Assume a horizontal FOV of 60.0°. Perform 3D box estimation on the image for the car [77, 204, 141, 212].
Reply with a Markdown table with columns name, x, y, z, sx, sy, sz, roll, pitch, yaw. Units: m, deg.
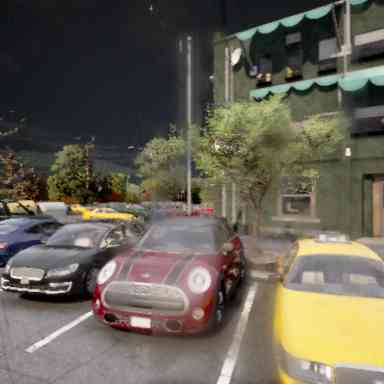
| name | x | y | z | sx | sy | sz | roll | pitch | yaw |
| --- | --- | --- | --- | --- | --- | --- | --- | --- | --- |
| car | -8.221 | 2.303 | 33.021 | 5.366 | 1.575 | 1.946 | 1 | -2 | 15 |

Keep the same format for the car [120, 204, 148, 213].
| name | x | y | z | sx | sy | sz | roll | pitch | yaw |
| --- | --- | --- | --- | --- | --- | --- | --- | --- | --- |
| car | -10.730 | 3.055 | 61.522 | 4.674 | 1.452 | 2.002 | 0 | -2 | 15 |

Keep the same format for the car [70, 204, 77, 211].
| name | x | y | z | sx | sy | sz | roll | pitch | yaw |
| --- | --- | --- | --- | --- | --- | --- | --- | --- | --- |
| car | -19.910 | 2.527 | 48.267 | 4.892 | 1.521 | 2.231 | 0 | -2 | 15 |

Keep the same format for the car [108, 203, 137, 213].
| name | x | y | z | sx | sy | sz | roll | pitch | yaw |
| --- | --- | --- | --- | --- | --- | --- | --- | --- | --- |
| car | -12.392 | 2.799 | 59.066 | 4.553 | 1.767 | 2.185 | 0 | -2 | 15 |

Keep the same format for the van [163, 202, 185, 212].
| name | x | y | z | sx | sy | sz | roll | pitch | yaw |
| --- | --- | --- | --- | --- | --- | --- | --- | --- | --- |
| van | -3.844 | 3.150 | 71.291 | 4.442 | 1.987 | 1.878 | 0 | -2 | 15 |

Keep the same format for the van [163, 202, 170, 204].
| name | x | y | z | sx | sy | sz | roll | pitch | yaw |
| --- | --- | --- | --- | --- | --- | --- | --- | --- | --- |
| van | -7.227 | 2.970 | 66.393 | 4.442 | 1.987 | 1.878 | 0 | -2 | 15 |

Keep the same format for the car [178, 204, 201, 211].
| name | x | y | z | sx | sy | sz | roll | pitch | yaw |
| --- | --- | --- | --- | --- | --- | --- | --- | --- | --- |
| car | -0.605 | 3.586 | 76.206 | 4.792 | 1.488 | 2.163 | 0 | -2 | 15 |

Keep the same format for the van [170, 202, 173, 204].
| name | x | y | z | sx | sy | sz | roll | pitch | yaw |
| --- | --- | --- | --- | --- | --- | --- | --- | --- | --- |
| van | -5.536 | 3.060 | 68.841 | 4.442 | 1.987 | 1.878 | 0 | -2 | 15 |

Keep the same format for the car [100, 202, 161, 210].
| name | x | y | z | sx | sy | sz | roll | pitch | yaw |
| --- | --- | --- | --- | --- | --- | --- | --- | --- | --- |
| car | -6.635 | 2.157 | 35.548 | 5.566 | 2.045 | 2.435 | 1 | -1 | 15 |

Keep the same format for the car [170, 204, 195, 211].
| name | x | y | z | sx | sy | sz | roll | pitch | yaw |
| --- | --- | --- | --- | --- | --- | --- | --- | --- | --- |
| car | -2.085 | 3.463 | 73.710 | 5.366 | 1.575 | 1.946 | 0 | -2 | 15 |

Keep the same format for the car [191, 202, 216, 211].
| name | x | y | z | sx | sy | sz | roll | pitch | yaw |
| --- | --- | --- | --- | --- | --- | --- | --- | --- | --- |
| car | 2.779 | 3.486 | 81.109 | 5.566 | 2.045 | 2.435 | 0 | -2 | 15 |

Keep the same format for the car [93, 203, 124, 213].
| name | x | y | z | sx | sy | sz | roll | pitch | yaw |
| --- | --- | --- | --- | --- | --- | --- | --- | --- | --- |
| car | -14.146 | 2.709 | 56.644 | 4.553 | 1.767 | 2.185 | 0 | -2 | 15 |

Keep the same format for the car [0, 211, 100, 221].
| name | x | y | z | sx | sy | sz | roll | pitch | yaw |
| --- | --- | --- | --- | --- | --- | --- | --- | --- | --- |
| car | -4.979 | 1.530 | 10.489 | 2.002 | 1.452 | 4.674 | 0 | -1 | 15 |

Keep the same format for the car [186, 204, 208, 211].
| name | x | y | z | sx | sy | sz | roll | pitch | yaw |
| --- | --- | --- | --- | --- | --- | --- | --- | --- | --- |
| car | 1.145 | 3.677 | 78.645 | 4.792 | 1.488 | 2.163 | 0 | -2 | 15 |

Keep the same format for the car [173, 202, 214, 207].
| name | x | y | z | sx | sy | sz | roll | pitch | yaw |
| --- | --- | --- | --- | --- | --- | --- | --- | --- | --- |
| car | 0.208 | 2.657 | 45.448 | 4.553 | 1.767 | 2.185 | 1 | -1 | 15 |

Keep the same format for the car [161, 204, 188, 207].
| name | x | y | z | sx | sy | sz | roll | pitch | yaw |
| --- | --- | --- | --- | --- | --- | --- | --- | --- | --- |
| car | -3.208 | 2.601 | 40.492 | 5.008 | 1.535 | 2.097 | 1 | -1 | 15 |

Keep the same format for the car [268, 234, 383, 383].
| name | x | y | z | sx | sy | sz | roll | pitch | yaw |
| --- | --- | --- | --- | --- | --- | --- | --- | --- | --- |
| car | 2.206 | 1.482 | 5.157 | 1.946 | 1.575 | 5.366 | 1 | -1 | 15 |

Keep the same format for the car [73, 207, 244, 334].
| name | x | y | z | sx | sy | sz | roll | pitch | yaw |
| --- | --- | --- | --- | --- | --- | --- | --- | --- | --- |
| car | -0.150 | 1.363 | 7.085 | 2.185 | 1.767 | 4.553 | 1 | -1 | 16 |

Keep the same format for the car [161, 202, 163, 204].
| name | x | y | z | sx | sy | sz | roll | pitch | yaw |
| --- | --- | --- | --- | --- | --- | --- | --- | --- | --- |
| car | -9.062 | 2.854 | 63.980 | 5.566 | 2.045 | 2.435 | 0 | -2 | 15 |

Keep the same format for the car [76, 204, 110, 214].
| name | x | y | z | sx | sy | sz | roll | pitch | yaw |
| --- | --- | --- | --- | --- | --- | --- | --- | --- | --- |
| car | -16.021 | 2.761 | 53.840 | 4.792 | 1.488 | 2.163 | 0 | -2 | 15 |

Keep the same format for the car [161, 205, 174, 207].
| name | x | y | z | sx | sy | sz | roll | pitch | yaw |
| --- | --- | --- | --- | --- | --- | --- | --- | --- | --- |
| car | -4.944 | 2.547 | 38.015 | 4.674 | 1.452 | 2.002 | 1 | -1 | 15 |

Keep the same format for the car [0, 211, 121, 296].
| name | x | y | z | sx | sy | sz | roll | pitch | yaw |
| --- | --- | --- | --- | --- | --- | --- | --- | --- | --- |
| car | -2.568 | 1.490 | 8.777 | 2.231 | 1.521 | 4.892 | 1 | -1 | 16 |

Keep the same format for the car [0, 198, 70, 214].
| name | x | y | z | sx | sy | sz | roll | pitch | yaw |
| --- | --- | --- | --- | --- | --- | --- | --- | --- | --- |
| car | -7.387 | 1.239 | 12.239 | 2.435 | 2.045 | 5.566 | 0 | -1 | 16 |
